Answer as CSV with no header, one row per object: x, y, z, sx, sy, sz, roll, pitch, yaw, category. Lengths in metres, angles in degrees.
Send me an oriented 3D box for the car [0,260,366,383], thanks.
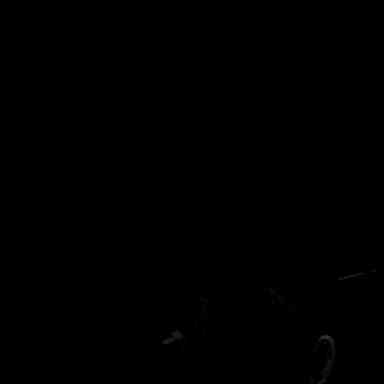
-0.131,1.594,3.795,4.718,1.301,1.895,0,0,-34,car
